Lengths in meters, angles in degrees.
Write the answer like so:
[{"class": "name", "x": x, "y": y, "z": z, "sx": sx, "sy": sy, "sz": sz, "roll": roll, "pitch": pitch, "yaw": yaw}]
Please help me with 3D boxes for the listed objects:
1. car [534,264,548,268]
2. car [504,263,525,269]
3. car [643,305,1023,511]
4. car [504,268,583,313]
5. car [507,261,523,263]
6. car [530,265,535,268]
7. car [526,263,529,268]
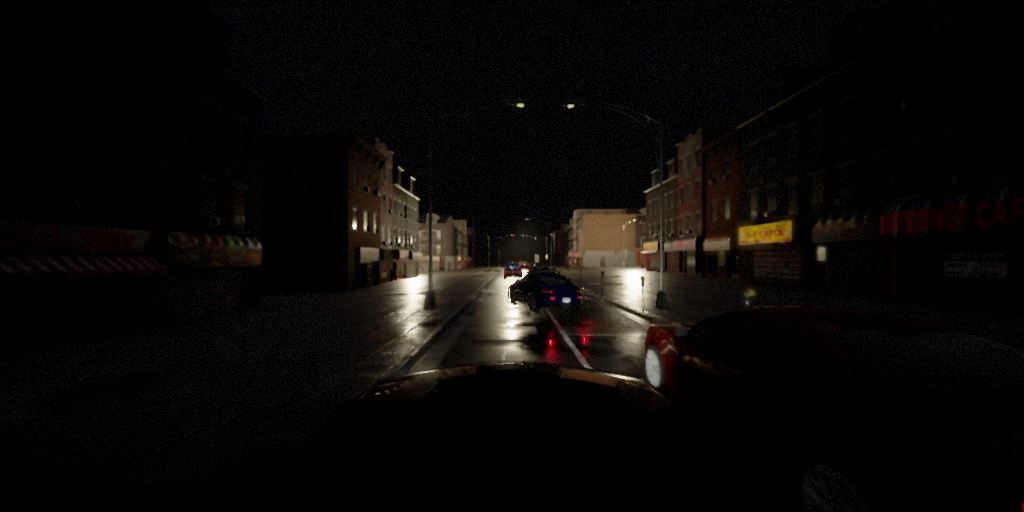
[{"class": "car", "x": 2.643, "y": 1.479, "z": 23.273, "sx": 1.751, "sy": 1.417, "sz": 4.829, "roll": 0, "pitch": 0, "yaw": 0}, {"class": "car", "x": 0.113, "y": 1.706, "z": 37.272, "sx": 1.895, "sy": 1.301, "sz": 4.718, "roll": 0, "pitch": -1, "yaw": 0}, {"class": "car", "x": 3.016, "y": 1.245, "z": 3.747, "sx": 1.882, "sy": 1.535, "sz": 5.008, "roll": 0, "pitch": -1, "yaw": 0}, {"class": "car", "x": 1.244, "y": 1.395, "z": 14.723, "sx": 1.812, "sy": 1.442, "sz": 4.674, "roll": 0, "pitch": 0, "yaw": -17}, {"class": "car", "x": -0.002, "y": 1.574, "z": 47.174, "sx": 2.097, "sy": 1.767, "sz": 4.553, "roll": 0, "pitch": -1, "yaw": 0}, {"class": "car", "x": 2.644, "y": 1.592, "z": 28.570, "sx": 1.802, "sy": 1.307, "sz": 4.207, "roll": 0, "pitch": 0, "yaw": 0}, {"class": "car", "x": 2.645, "y": 1.509, "z": 34.036, "sx": 1.967, "sy": 1.591, "sz": 4.097, "roll": 0, "pitch": 0, "yaw": 0}]
